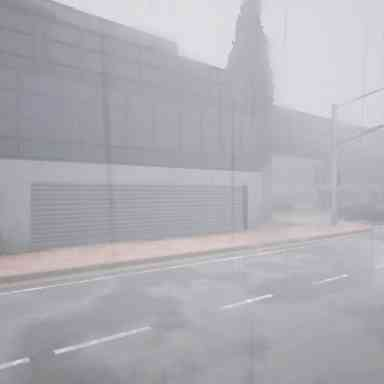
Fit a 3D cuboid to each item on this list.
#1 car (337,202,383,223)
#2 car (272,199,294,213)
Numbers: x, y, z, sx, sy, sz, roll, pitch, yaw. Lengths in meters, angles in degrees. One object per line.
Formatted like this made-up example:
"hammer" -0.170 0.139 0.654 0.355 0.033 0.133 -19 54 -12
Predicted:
"car" 13.388 1.547 24.822 2.033 1.411 5.357 0 0 -29
"car" 9.047 1.491 37.065 2.128 1.511 4.902 0 0 -37
